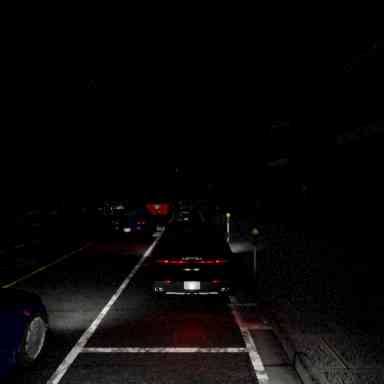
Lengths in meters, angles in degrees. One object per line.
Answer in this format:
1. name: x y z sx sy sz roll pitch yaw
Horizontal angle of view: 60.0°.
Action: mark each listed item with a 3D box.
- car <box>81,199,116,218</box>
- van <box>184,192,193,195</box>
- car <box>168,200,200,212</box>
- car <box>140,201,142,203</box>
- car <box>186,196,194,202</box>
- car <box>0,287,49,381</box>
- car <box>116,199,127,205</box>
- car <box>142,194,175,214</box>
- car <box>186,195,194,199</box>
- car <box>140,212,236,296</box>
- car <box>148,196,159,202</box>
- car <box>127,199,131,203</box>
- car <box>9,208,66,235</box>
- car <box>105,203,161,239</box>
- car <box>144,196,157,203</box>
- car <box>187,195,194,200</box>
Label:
1. car: -8.408 1.440 29.575 1.967 1.590 4.097 0 0 0
2. van: -0.383 1.339 67.702 1.690 1.788 3.998 0 0 0
3. car: -0.383 1.551 24.063 2.008 1.369 4.403 0 0 0
4. car: -5.770 1.514 44.356 2.128 1.511 4.902 0 0 0
5. car: -0.383 1.579 79.064 1.802 1.307 4.206 0 0 0
6. car: -2.922 1.526 2.755 1.812 1.442 4.674 0 0 0
7. car: -8.408 1.525 34.923 1.752 1.417 4.829 0 0 0
8. car: -3.021 1.351 30.861 2.097 1.767 4.553 0 0 0
9. car: -0.383 1.440 35.101 1.967 1.590 4.097 0 0 0
10. car: 0.000 1.504 8.650 1.837 1.490 4.892 0 0 0
11. car: -8.408 1.542 73.374 1.887 1.381 4.507 0 0 0
12. car: -8.408 1.551 40.611 2.008 1.369 4.403 0 0 0
13. car: -8.408 1.582 18.538 1.802 1.307 4.206 0 0 0
14. car: -2.913 1.525 17.302 1.812 1.442 4.674 0 0 0
15. car: -8.408 1.549 67.693 2.008 1.369 4.403 0 0 0
16. car: -0.383 1.575 90.427 1.802 1.307 4.206 0 0 0
